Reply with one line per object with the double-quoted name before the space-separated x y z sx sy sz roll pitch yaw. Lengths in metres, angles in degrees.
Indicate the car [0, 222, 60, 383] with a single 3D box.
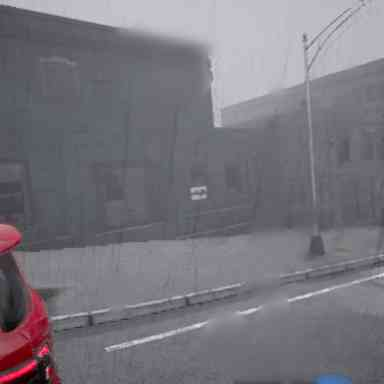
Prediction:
"car" -3.429 1.151 1.189 5.566 2.045 2.150 2 0 -36
